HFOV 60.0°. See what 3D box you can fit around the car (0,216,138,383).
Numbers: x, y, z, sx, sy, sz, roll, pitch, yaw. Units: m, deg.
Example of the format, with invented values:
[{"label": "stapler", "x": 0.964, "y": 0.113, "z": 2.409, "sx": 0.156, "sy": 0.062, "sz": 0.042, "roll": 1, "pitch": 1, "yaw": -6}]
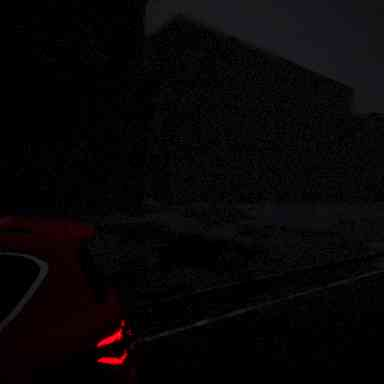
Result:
[{"label": "car", "x": -2.992, "y": 1.220, "z": 1.537, "sx": 5.566, "sy": 2.045, "sz": 2.150, "roll": 0, "pitch": 0, "yaw": -36}]
